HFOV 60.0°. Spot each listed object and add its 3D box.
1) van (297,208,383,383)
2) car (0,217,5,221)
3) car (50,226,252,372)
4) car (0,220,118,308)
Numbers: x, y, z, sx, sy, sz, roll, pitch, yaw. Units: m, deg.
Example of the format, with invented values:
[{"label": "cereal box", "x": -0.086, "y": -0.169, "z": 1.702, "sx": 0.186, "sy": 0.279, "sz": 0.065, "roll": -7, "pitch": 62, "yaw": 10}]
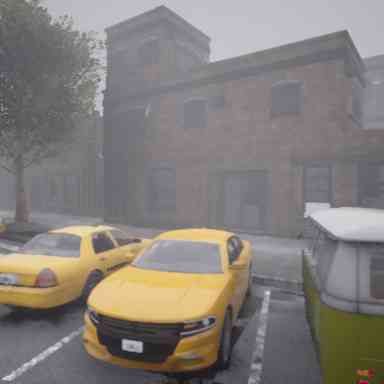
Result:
[{"label": "van", "x": 2.469, "y": 1.257, "z": 4.512, "sx": 1.878, "sy": 1.987, "sz": 4.442, "roll": 0, "pitch": -1, "yaw": 15}, {"label": "car", "x": -9.859, "y": 1.299, "z": 12.890, "sx": 1.946, "sy": 1.575, "sz": 5.366, "roll": 2, "pitch": 0, "yaw": 15}, {"label": "car", "x": -0.004, "y": 1.469, "z": 6.123, "sx": 2.097, "sy": 1.535, "sz": 5.008, "roll": 1, "pitch": 0, "yaw": 15}, {"label": "car", "x": -2.416, "y": 1.448, "z": 8.025, "sx": 1.946, "sy": 1.575, "sz": 5.366, "roll": 1, "pitch": 0, "yaw": 15}]
